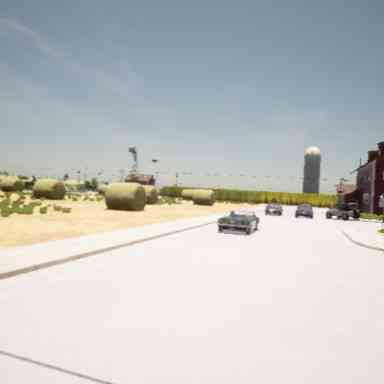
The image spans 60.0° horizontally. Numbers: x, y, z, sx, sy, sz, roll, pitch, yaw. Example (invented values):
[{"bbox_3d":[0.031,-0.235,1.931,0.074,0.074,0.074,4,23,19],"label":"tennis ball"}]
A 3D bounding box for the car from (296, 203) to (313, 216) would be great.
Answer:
[{"bbox_3d":[16.360,2.463,48.296,2.128,1.511,4.902,3,0,19],"label":"car"}]

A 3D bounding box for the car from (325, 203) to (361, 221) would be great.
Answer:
[{"bbox_3d":[17.010,2.158,37.446,1.905,1.878,3.866,-3,1,-23],"label":"car"}]

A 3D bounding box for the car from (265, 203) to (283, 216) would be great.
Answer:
[{"bbox_3d":[10.170,2.085,41.163,2.128,1.511,4.902,3,0,19],"label":"car"}]

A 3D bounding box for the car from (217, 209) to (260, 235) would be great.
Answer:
[{"bbox_3d":[2.938,1.768,20.403,1.895,1.301,4.718,3,0,19],"label":"car"}]

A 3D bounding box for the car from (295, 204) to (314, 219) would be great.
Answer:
[{"bbox_3d":[13.017,2.305,38.534,1.994,1.385,4.181,3,-1,20],"label":"car"}]
